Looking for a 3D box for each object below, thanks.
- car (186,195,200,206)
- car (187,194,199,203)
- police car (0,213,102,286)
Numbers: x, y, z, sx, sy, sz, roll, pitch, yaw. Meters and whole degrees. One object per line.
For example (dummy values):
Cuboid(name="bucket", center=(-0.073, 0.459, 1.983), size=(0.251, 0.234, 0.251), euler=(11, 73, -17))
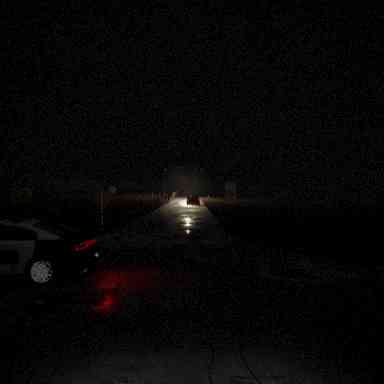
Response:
Cuboid(name="car", center=(0.187, 1.221, 52.807), size=(2.097, 1.767, 4.553), euler=(0, 1, 0))
Cuboid(name="car", center=(0.224, 1.232, 62.872), size=(2.128, 1.511, 4.902), euler=(0, 1, 0))
Cuboid(name="police car", center=(-5.092, 1.395, 8.811), size=(5.238, 1.638, 1.930), euler=(1, 0, 0))
